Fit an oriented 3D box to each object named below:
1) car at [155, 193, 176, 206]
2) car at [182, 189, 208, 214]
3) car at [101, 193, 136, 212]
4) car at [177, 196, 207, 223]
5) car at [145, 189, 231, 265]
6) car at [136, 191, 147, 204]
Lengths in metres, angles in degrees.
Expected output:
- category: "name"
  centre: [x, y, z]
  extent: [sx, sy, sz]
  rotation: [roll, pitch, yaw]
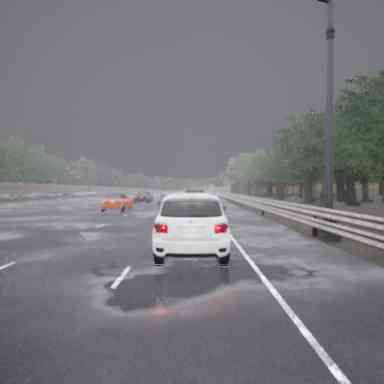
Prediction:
- category: "car"
  centre: [-3.248, 0.931, 42.054]
  extent: [2.033, 1.411, 5.357]
  rotation: [0, 1, 2]
- category: "car"
  centre: [0.249, 0.745, 30.419]
  extent: [2.150, 2.045, 5.566]
  rotation: [0, 1, 0]
- category: "car"
  centre: [-6.932, 0.896, 31.236]
  extent: [2.097, 1.767, 4.553]
  rotation: [0, 1, 1]
- category: "car"
  centre: [-0.004, 1.113, 23.152]
  extent: [1.882, 1.535, 5.008]
  rotation: [0, 1, 0]
- category: "car"
  centre: [-0.004, 1.039, 11.075]
  extent: [2.150, 2.045, 5.566]
  rotation: [0, 1, 0]
- category: "car"
  centre: [-6.602, 0.709, 46.140]
  extent: [2.097, 1.767, 4.553]
  rotation: [0, 1, 2]
